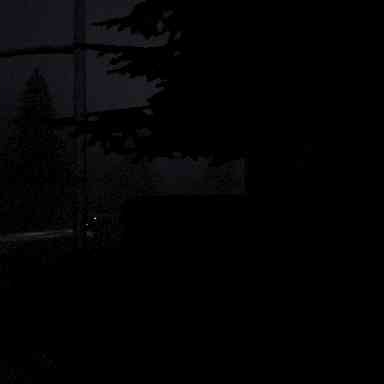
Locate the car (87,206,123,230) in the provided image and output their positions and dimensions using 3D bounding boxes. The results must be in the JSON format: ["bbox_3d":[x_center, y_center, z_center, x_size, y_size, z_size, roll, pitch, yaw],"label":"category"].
[{"bbox_3d":[-4.909,1.586,21.312,1.895,1.301,4.718,0,0,36],"label":"car"}]
